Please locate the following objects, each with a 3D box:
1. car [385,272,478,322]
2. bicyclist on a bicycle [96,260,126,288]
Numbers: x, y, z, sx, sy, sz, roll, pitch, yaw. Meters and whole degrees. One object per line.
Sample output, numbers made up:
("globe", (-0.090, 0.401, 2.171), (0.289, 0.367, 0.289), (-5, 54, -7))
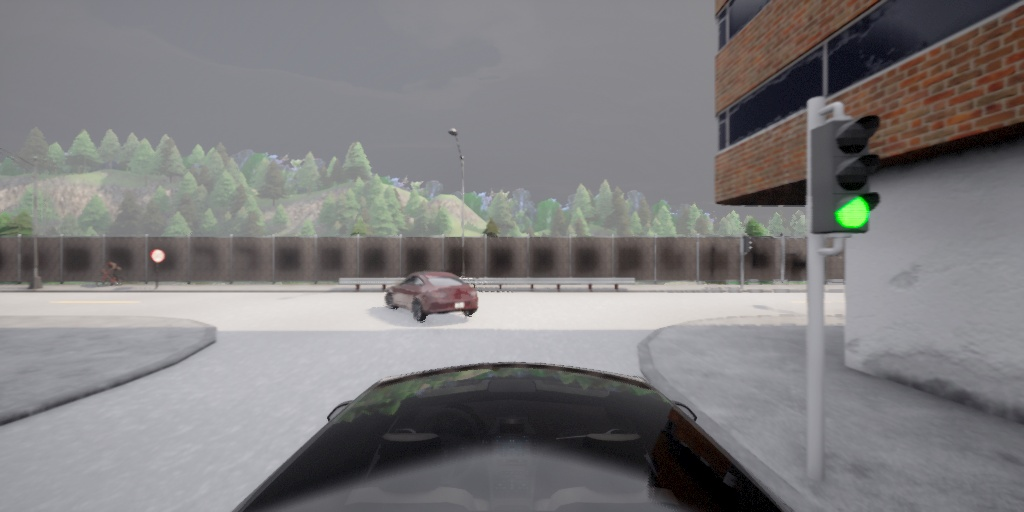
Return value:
("car", (-2.822, 1.253, 12.250), (1.812, 1.442, 4.674), (1, 0, -35))
("bicyclist on a bicycle", (-24.174, 1.066, 21.635), (0.582, 1.620, 1.656), (0, 0, 0))
